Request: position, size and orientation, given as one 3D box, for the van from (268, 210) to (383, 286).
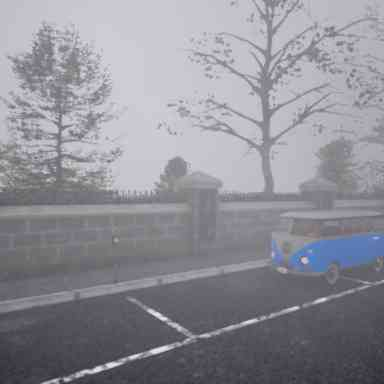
[{"bbox_3d":[3.925,1.408,9.356,3.998,1.788,1.690,1,0,-35],"label":"van"}]
